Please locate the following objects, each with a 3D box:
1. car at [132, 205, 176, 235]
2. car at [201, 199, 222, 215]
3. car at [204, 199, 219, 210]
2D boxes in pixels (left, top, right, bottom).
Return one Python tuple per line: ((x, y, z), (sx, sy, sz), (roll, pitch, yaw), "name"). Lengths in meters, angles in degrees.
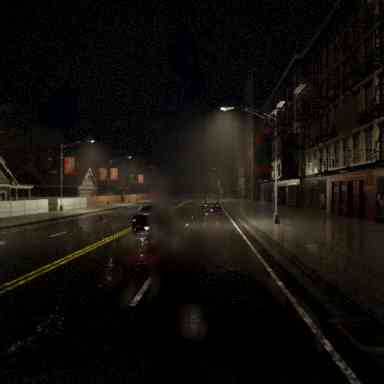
((-2.068, 1.498, 18.636), (1.837, 1.490, 4.892), (0, 0, 3), "car")
((1.960, 1.468, 33.182), (2.128, 1.511, 4.902), (0, 0, 3), "car")
((2.508, 1.562, 43.471), (1.895, 1.301, 4.718), (0, 0, 3), "car")
